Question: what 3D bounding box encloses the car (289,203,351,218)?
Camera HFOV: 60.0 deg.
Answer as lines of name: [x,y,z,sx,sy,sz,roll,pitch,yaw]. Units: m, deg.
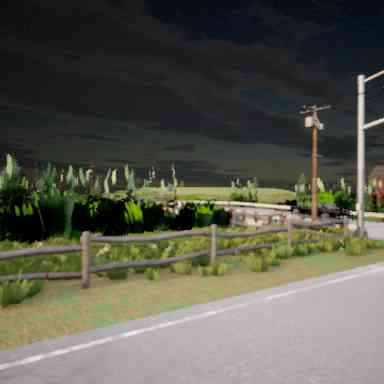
car: [10.443,1.524,27.588,1.895,1.301,4.718,1,3,-33]
